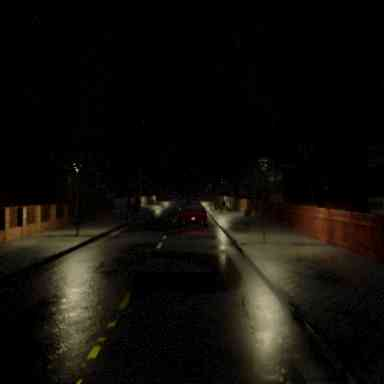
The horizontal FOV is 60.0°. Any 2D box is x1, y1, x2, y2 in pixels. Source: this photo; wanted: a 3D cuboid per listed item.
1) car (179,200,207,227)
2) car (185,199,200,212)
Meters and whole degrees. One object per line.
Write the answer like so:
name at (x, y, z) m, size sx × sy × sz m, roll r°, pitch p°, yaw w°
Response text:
car at (0.071, 1.568, 23.784) m, size 1.882 × 1.535 × 5.008 m, roll 0°, pitch 0°, yaw 0°
car at (0.052, 1.672, 41.243) m, size 1.812 × 1.442 × 4.674 m, roll 0°, pitch 0°, yaw 0°
